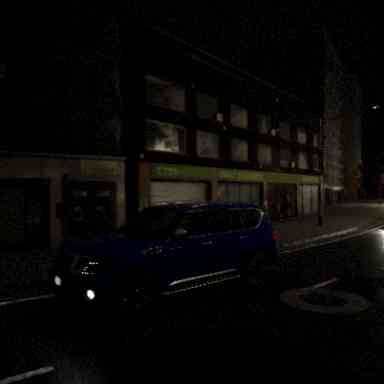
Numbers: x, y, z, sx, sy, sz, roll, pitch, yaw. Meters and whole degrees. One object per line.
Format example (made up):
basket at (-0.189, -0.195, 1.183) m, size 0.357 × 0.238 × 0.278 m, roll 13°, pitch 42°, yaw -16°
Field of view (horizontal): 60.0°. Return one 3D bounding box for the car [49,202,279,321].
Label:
car at (-0.290, 1.276, 7.792) m, size 5.566 × 2.045 × 2.150 m, roll 1°, pitch -1°, yaw -39°
